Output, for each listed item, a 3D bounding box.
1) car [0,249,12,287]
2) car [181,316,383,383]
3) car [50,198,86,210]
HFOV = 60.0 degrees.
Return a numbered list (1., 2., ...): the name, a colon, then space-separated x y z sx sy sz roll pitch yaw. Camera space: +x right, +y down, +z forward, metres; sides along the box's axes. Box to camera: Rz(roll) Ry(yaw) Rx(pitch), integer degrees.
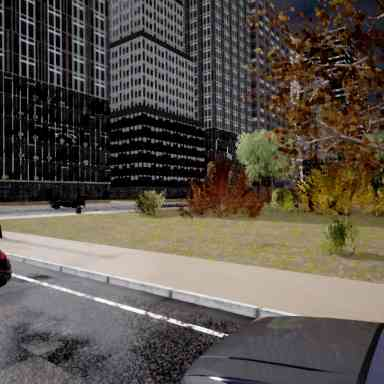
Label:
1. car: -6.189 1.565 8.069 4.181 1.385 1.994 0 0 37
2. car: 2.432 1.547 1.949 5.357 1.411 2.033 0 0 36
3. car: -16.849 1.612 45.229 1.837 1.490 4.892 -1 -1 37
